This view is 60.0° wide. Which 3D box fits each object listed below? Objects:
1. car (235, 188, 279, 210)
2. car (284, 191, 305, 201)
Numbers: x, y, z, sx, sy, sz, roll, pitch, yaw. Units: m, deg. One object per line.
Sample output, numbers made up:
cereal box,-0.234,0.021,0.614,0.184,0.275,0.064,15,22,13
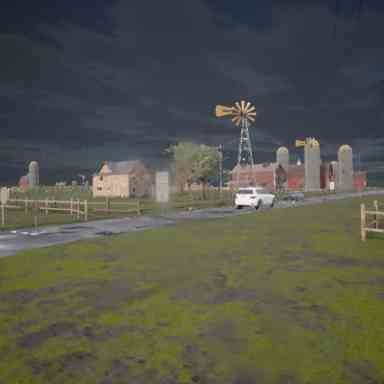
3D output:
car,6.225,0.604,32.193,2.150,2.045,5.566,-1,1,36
car,15.130,0.613,49.152,1.994,1.385,4.181,-1,1,36
